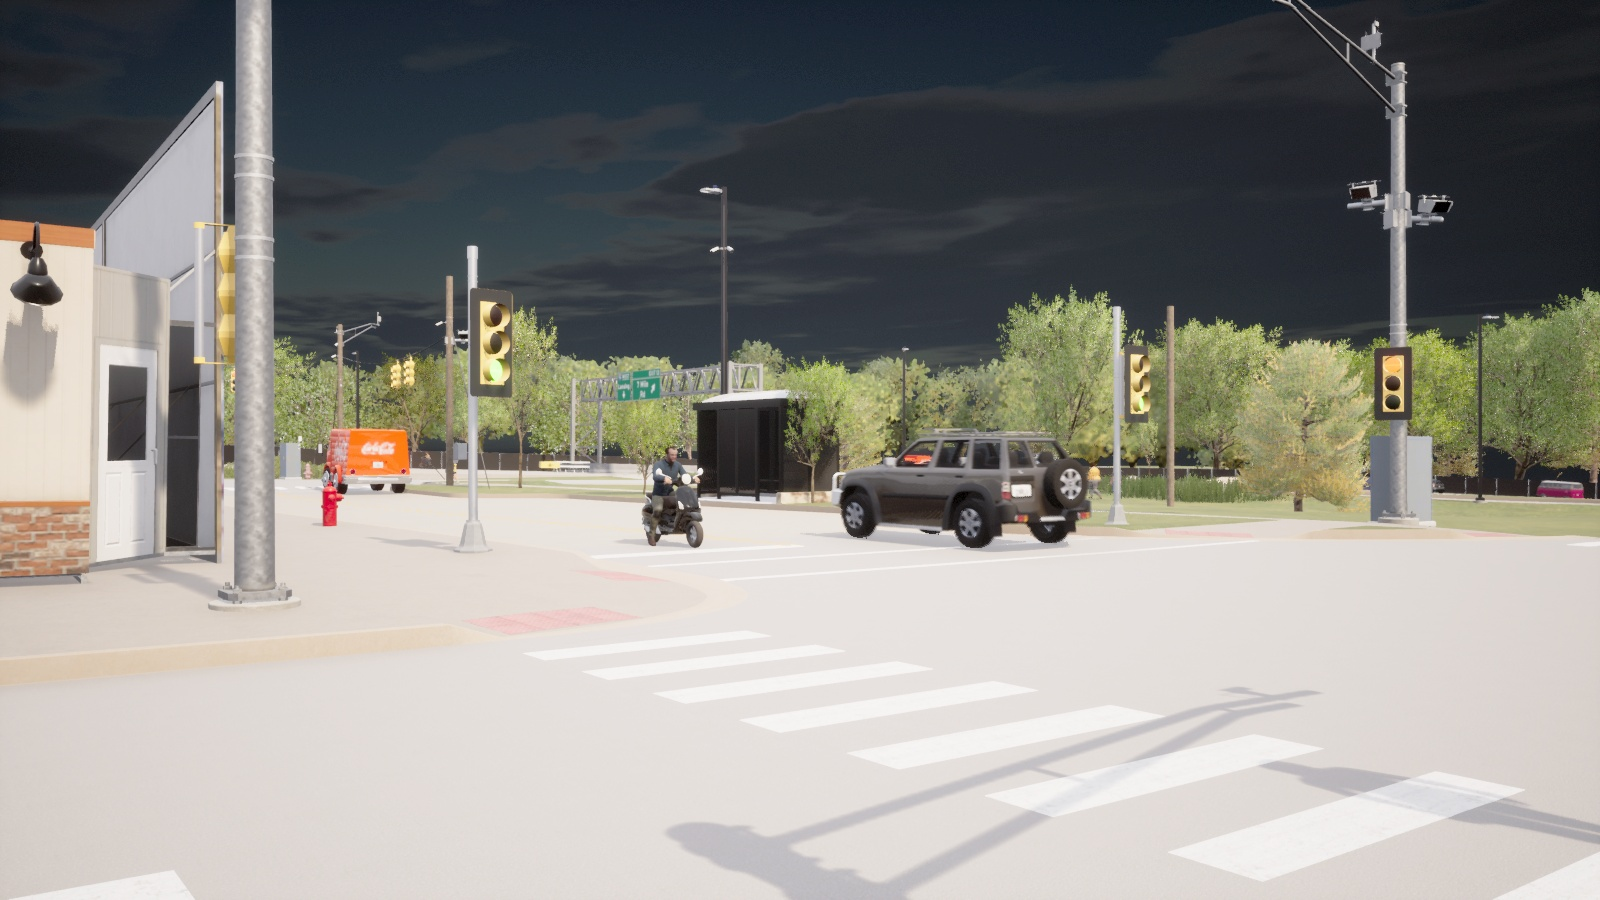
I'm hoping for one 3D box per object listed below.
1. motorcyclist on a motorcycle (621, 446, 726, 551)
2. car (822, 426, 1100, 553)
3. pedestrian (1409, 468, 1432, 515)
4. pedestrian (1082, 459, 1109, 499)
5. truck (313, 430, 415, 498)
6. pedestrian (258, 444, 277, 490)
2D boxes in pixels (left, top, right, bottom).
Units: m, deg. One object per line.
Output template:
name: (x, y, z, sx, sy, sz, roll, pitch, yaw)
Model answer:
motorcyclist on a motorcycle: (-2.040, 0.744, 20.081, 0.866, 1.590, 1.817, 0, 0, -36)
car: (2.505, 0.576, 20.723, 1.932, 1.855, 4.605, 0, 0, -35)
pedestrian: (24.338, 1.620, 49.284, 0.370, 1.835, 0.726, 0, 0, -43)
pedestrian: (14.121, 1.375, 60.084, 0.874, 1.855, 0.900, 0, 0, -39)
truck: (-16.951, 0.484, 48.656, 2.627, 2.467, 5.204, 0, 1, -32)
pedestrian: (-21.746, 0.700, 51.318, 0.614, 1.847, 0.353, 0, 0, -43)
